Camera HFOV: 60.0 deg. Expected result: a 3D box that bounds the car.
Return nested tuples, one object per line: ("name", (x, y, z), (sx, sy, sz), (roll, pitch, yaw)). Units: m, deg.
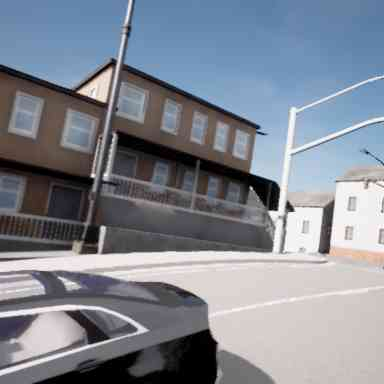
("car", (-1.999, 1.496, 2.544), (4.902, 1.511, 2.128), (0, 0, -35))
